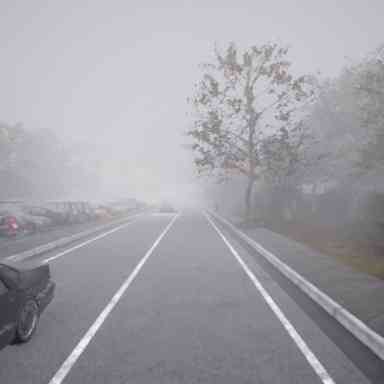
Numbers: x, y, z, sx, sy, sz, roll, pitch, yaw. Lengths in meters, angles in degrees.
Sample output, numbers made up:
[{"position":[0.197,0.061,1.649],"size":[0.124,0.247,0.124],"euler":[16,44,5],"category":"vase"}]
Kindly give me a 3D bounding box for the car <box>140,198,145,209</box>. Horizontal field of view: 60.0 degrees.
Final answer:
[{"position":[-10.312,2.155,52.056],"size":[4.792,1.488,2.163],"euler":[0,-1,0],"category":"car"}]

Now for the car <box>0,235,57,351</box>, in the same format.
[{"position":[-3.350,1.561,3.685],"size":[2.033,1.411,5.357],"euler":[0,0,0],"category":"car"}]

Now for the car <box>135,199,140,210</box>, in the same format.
[{"position":[-10.258,2.065,46.504],"size":[4.792,1.488,2.163],"euler":[0,-1,0],"category":"car"}]

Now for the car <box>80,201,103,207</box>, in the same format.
[{"position":[-23.342,2.727,77.046],"size":[4.674,1.452,2.002],"euler":[0,-1,0],"category":"car"}]

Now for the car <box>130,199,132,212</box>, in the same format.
[{"position":[-10.262,1.975,40.952],"size":[4.792,1.488,2.163],"euler":[0,-1,0],"category":"car"}]

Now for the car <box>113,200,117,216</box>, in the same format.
[{"position":[-10.291,1.812,32.626],"size":[4.892,1.521,2.231],"euler":[0,-1,0],"category":"car"}]

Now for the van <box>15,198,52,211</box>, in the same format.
[{"position":[-23.481,1.856,49.367],"size":[4.442,1.987,1.878],"euler":[0,-1,0],"category":"van"}]

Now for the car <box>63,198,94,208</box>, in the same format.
[{"position":[-23.379,2.230,68.746],"size":[5.566,2.045,2.435],"euler":[0,-1,0],"category":"car"}]

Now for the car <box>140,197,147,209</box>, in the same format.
[{"position":[-10.312,2.047,54.832],"size":[4.553,1.767,2.185],"euler":[0,-1,0],"category":"car"}]

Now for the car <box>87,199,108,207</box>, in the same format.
[{"position":[-23.372,2.696,82.464],"size":[4.553,1.767,2.185],"euler":[0,-1,0],"category":"car"}]

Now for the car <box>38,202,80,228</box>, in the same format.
[{"position":[-10.300,1.632,21.522],"size":[5.008,1.535,2.097],"euler":[0,-1,0],"category":"car"}]

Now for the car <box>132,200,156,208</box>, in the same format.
[{"position":[-10.275,2.549,71.474],"size":[4.892,1.521,2.231],"euler":[0,-1,0],"category":"car"}]

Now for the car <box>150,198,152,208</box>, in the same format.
[{"position":[-10.462,2.277,60.376],"size":[5.366,1.575,1.946],"euler":[0,-1,0],"category":"car"}]

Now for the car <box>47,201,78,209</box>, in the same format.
[{"position":[-23.386,2.309,60.307],"size":[4.792,1.488,2.163],"euler":[0,-1,0],"category":"car"}]

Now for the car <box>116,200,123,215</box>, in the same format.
[{"position":[-10.302,1.857,35.401],"size":[4.892,1.521,2.231],"euler":[0,-1,0],"category":"car"}]

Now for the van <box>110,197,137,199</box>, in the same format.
[{"position":[-10.402,1.854,49.284],"size":[4.442,1.987,1.878],"euler":[0,-1,0],"category":"van"}]

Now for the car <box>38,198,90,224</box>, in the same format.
[{"position":[-10.272,1.551,24.300],"size":[4.553,1.767,2.185],"euler":[0,-1,0],"category":"car"}]

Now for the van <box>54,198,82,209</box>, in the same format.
[{"position":[-23.471,2.117,63.084],"size":[4.442,1.987,1.878],"euler":[0,-1,0],"category":"van"}]

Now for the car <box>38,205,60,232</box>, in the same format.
[{"position":[-10.310,1.627,18.746],"size":[4.674,1.452,2.002],"euler":[0,-1,0],"category":"car"}]

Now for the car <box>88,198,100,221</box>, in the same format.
[{"position":[-10.270,1.596,27.076],"size":[4.553,1.767,2.185],"euler":[0,-1,0],"category":"car"}]

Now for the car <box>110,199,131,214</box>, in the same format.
[{"position":[-10.108,1.898,38.177],"size":[5.366,1.575,1.946],"euler":[0,-1,0],"category":"car"}]

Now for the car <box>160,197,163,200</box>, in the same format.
[{"position":[-10.293,2.435,77.031],"size":[5.566,2.045,2.435],"euler":[0,-1,0],"category":"car"}]

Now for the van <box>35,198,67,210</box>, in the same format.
[{"position":[-23.252,1.949,54.922],"size":[4.442,1.987,1.878],"euler":[0,-1,0],"category":"van"}]

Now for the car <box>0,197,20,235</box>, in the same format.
[{"position":[-10.340,1.246,13.199],"size":[5.566,2.045,2.435],"euler":[0,-1,0],"category":"car"}]

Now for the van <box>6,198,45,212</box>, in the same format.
[{"position":[-23.250,1.812,46.596],"size":[4.442,1.987,1.878],"euler":[0,-1,0],"category":"van"}]

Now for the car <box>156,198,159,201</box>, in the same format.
[{"position":[-10.085,2.476,68.699],"size":[5.366,1.575,1.946],"euler":[0,-1,0],"category":"car"}]

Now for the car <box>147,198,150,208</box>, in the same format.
[{"position":[-10.273,2.225,57.608],"size":[4.892,1.521,2.231],"euler":[0,-1,0],"category":"car"}]

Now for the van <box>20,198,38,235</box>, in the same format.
[{"position":[-10.193,1.316,15.974],"size":[4.442,1.987,1.878],"euler":[0,-1,0],"category":"van"}]

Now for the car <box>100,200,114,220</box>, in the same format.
[{"position":[-10.114,1.763,29.850],"size":[5.366,1.575,1.946],"euler":[0,-1,0],"category":"car"}]

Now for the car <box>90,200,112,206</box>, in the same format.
[{"position":[-23.333,2.890,85.232],"size":[5.008,1.535,2.097],"euler":[0,-1,0],"category":"car"}]

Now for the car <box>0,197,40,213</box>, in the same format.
[{"position":[-23.341,1.741,43.828],"size":[5.566,2.045,2.435],"euler":[0,-1,0],"category":"car"}]

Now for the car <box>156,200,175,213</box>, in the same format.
[{"position":[-3.372,2.119,45.139],"size":[1.895,1.301,4.718],"euler":[0,-1,0],"category":"car"}]

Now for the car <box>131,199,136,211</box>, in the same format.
[{"position":[-10.260,2.020,43.728],"size":[4.792,1.488,2.163],"euler":[0,-1,0],"category":"car"}]

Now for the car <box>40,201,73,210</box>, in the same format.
[{"position":[-23.388,2.255,57.669],"size":[4.792,1.488,2.163],"euler":[0,-1,0],"category":"car"}]

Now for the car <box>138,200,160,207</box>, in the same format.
[{"position":[-10.268,2.755,79.800],"size":[5.008,1.535,2.097],"euler":[0,-1,0],"category":"car"}]

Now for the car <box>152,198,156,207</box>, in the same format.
[{"position":[-10.089,2.338,63.027],"size":[5.366,1.575,1.946],"euler":[0,-1,0],"category":"car"}]

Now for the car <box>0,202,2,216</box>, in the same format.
[{"position":[-23.369,1.858,35.513],"size":[5.008,1.535,2.097],"euler":[0,-1,0],"category":"car"}]

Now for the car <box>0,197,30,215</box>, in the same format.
[{"position":[-23.343,1.697,41.058],"size":[5.566,2.045,2.435],"euler":[0,-1,0],"category":"car"}]

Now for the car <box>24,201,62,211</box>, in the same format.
[{"position":[-23.368,2.127,52.132],"size":[5.008,1.535,2.097],"euler":[0,-1,0],"category":"car"}]
